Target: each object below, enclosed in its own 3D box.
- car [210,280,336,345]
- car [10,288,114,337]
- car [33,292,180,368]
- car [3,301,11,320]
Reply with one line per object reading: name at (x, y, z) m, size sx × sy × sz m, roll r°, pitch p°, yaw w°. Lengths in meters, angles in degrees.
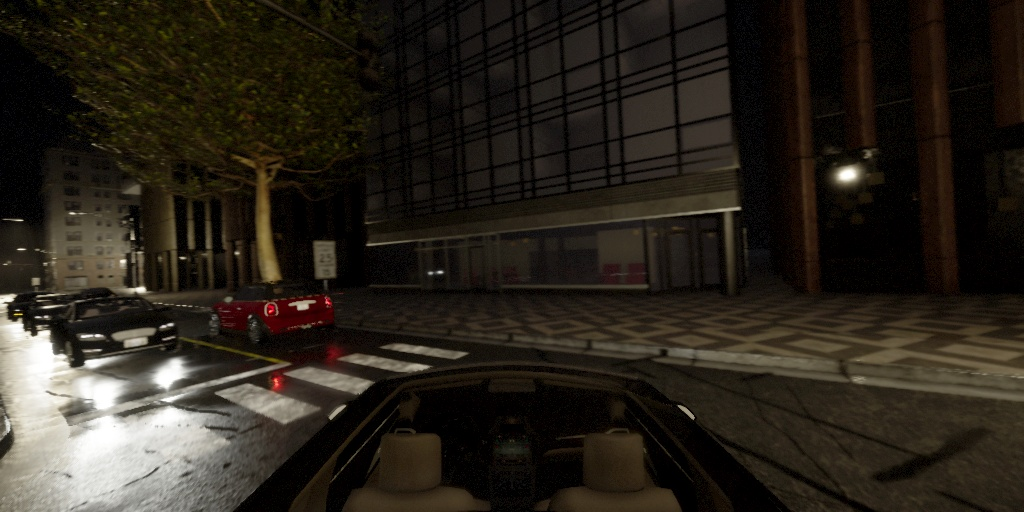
car at (-7.732, 1.585, 11.464) m, size 4.553 × 1.767 × 2.097 m, roll -3°, pitch 0°, yaw 34°
car at (-18.884, 2.347, 15.022) m, size 4.902 × 1.511 × 2.128 m, roll -3°, pitch 0°, yaw 33°
car at (-10.938, 1.890, 9.796) m, size 4.902 × 1.511 × 2.128 m, roll -3°, pitch 0°, yaw 33°
car at (-27.412, 2.852, 20.646) m, size 4.892 × 1.490 × 1.837 m, roll -3°, pitch 0°, yaw 34°
